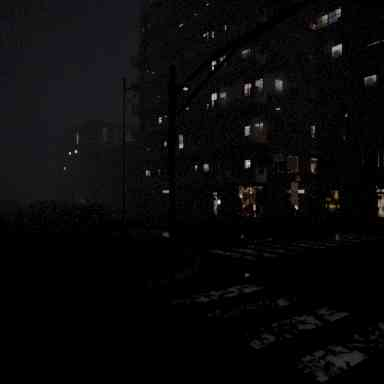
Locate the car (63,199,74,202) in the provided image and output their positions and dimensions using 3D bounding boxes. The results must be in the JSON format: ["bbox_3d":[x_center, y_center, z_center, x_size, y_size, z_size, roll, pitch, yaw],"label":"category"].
[{"bbox_3d":[-23.347,2.160,62.109,2.192,1.841,5.009,-1,0,-35],"label":"car"}]

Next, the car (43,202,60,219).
[{"bbox_3d":[-13.939,2.036,35.329,2.008,1.369,4.403,-1,0,-35],"label":"car"}]

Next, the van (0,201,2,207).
[{"bbox_3d":[-39.589,2.411,71.328,1.690,1.788,3.998,-1,0,-35],"label":"van"}]

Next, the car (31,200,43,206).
[{"bbox_3d":[-39.361,2.773,84.593,1.947,1.339,4.313,-1,0,-35],"label":"car"}]

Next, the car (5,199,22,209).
[{"bbox_3d":[-33.176,2.365,62.328,1.967,1.590,4.097,-1,0,-35],"label":"car"}]

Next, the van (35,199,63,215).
[{"bbox_3d":[-17.149,1.900,39.830,1.690,1.788,3.998,-1,0,-35],"label":"van"}]

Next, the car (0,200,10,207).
[{"bbox_3d":[-42.693,2.666,75.688,1.752,1.417,4.829,-1,0,-35],"label":"car"}]

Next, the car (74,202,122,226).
[{"bbox_3d":[-7.530,1.776,26.330,1.967,1.590,4.097,-1,0,-35],"label":"car"}]

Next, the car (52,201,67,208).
[{"bbox_3d":[-26.547,2.462,66.606,1.887,1.381,4.507,-1,0,-35],"label":"car"}]

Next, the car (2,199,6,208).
[{"bbox_3d":[-36.380,2.542,66.828,1.887,1.381,4.507,-1,0,-35],"label":"car"}]

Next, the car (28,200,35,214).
[{"bbox_3d":[-20.353,2.073,44.329,1.967,1.590,4.097,-1,0,-35],"label":"car"}]

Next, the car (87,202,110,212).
[{"bbox_3d":[-13.731,2.191,48.619,1.947,1.339,4.313,-1,0,-35],"label":"car"}]

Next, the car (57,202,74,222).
[{"bbox_3d":[-10.636,1.934,30.691,1.752,1.417,4.829,-1,0,-35],"label":"car"}]

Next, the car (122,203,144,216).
[{"bbox_3d":[-7.423,2.006,39.764,1.752,1.417,4.829,-1,0,-35],"label":"car"}]
